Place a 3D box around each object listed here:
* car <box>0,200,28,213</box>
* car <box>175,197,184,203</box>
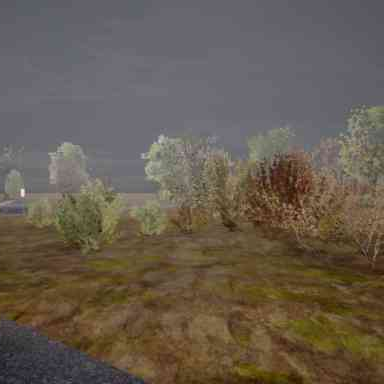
[{"bbox_3d":[-19.675,1.577,36.548,1.994,1.385,4.181,0,0,37],"label":"car"},{"bbox_3d":[-1.064,1.259,60.230,2.150,2.045,5.566,0,0,41],"label":"car"}]
